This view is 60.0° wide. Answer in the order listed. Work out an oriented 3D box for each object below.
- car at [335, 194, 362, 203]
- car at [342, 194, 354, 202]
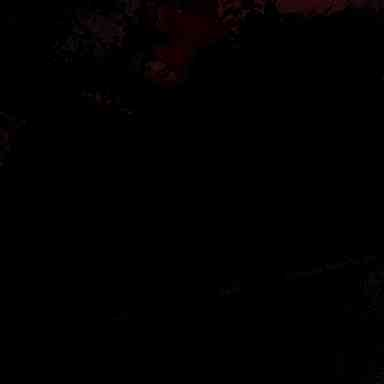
[{"bbox_3d":[38.794,1.618,82.616,2.435,2.045,5.566,0,0,-36],"label":"car"},{"bbox_3d":[36.541,1.884,80.978,2.097,1.535,5.008,0,0,-36],"label":"car"}]
